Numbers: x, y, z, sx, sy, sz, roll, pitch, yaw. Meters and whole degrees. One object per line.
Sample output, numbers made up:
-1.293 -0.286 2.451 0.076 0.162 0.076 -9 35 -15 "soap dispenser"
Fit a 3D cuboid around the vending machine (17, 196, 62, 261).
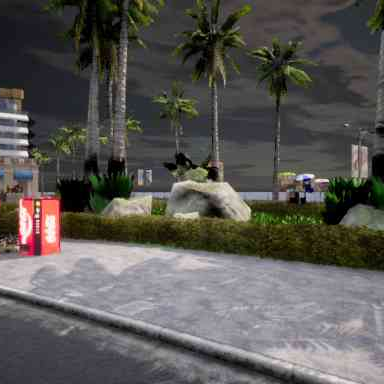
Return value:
-5.242 1.195 11.447 0.880 2.100 1.100 0 0 28 "vending machine"
